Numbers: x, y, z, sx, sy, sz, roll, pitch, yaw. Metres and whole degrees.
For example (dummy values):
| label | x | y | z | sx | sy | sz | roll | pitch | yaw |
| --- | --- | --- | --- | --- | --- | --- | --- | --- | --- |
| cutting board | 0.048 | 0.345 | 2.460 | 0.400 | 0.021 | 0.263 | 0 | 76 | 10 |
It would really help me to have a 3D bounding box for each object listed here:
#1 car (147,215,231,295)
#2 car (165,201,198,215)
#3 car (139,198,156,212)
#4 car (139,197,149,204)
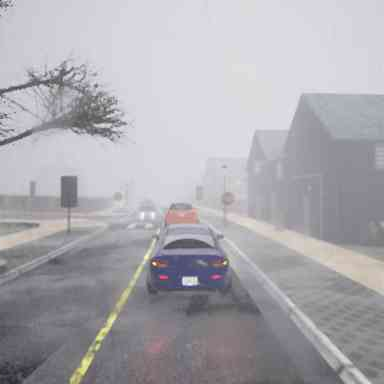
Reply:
| label | x | y | z | sx | sy | sz | roll | pitch | yaw |
| --- | --- | --- | --- | --- | --- | --- | --- | --- | --- |
| car | -0.098 | 1.562 | 8.720 | 1.812 | 1.442 | 4.674 | 0 | 0 | -1 |
| car | -0.743 | 1.443 | 22.222 | 2.097 | 1.767 | 4.553 | 0 | 0 | -3 |
| car | -5.399 | 1.726 | 40.649 | 1.994 | 1.385 | 4.181 | 0 | 0 | -7 |
| car | -10.045 | 1.788 | 69.994 | 1.812 | 1.442 | 4.674 | 0 | 0 | -11 |
